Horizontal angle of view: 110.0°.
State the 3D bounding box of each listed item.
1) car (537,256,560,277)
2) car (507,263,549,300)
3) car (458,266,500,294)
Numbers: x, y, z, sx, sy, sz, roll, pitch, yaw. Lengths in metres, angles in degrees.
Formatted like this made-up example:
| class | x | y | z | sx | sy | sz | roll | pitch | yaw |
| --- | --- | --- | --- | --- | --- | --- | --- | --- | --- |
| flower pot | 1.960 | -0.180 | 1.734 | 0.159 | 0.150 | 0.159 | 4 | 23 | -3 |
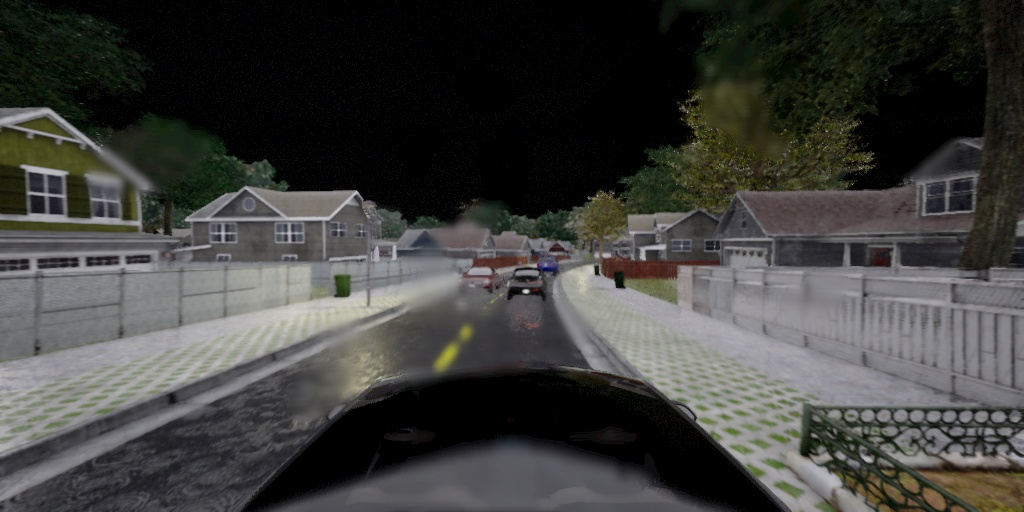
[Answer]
| class | x | y | z | sx | sy | sz | roll | pitch | yaw |
| --- | --- | --- | --- | --- | --- | --- | --- | --- | --- |
| car | 4.070 | 1.058 | 40.269 | 2.150 | 2.045 | 5.566 | 1 | 0 | 11 |
| car | 0.851 | 1.320 | 18.273 | 1.837 | 1.490 | 4.892 | 0 | 0 | 6 |
| car | -1.783 | 1.326 | 20.952 | 1.812 | 1.442 | 4.674 | 0 | 0 | 6 |
